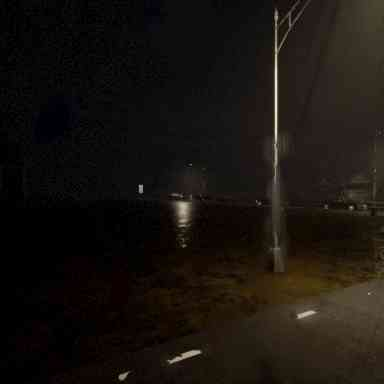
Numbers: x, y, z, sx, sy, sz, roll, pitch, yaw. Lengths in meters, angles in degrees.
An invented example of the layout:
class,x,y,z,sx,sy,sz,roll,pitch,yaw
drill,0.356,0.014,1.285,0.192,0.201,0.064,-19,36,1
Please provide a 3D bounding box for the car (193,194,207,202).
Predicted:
class,x,y,z,sx,sy,sz,roll,pitch,yaw
car,2.039,1.098,62.698,1.837,1.490,4.892,2,-1,-35

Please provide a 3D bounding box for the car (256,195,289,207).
class,x,y,z,sx,sy,sz,roll,pitch,yaw
car,10.671,1.176,44.291,1.837,1.490,4.892,2,0,-35

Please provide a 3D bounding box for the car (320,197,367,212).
class,x,y,z,sx,sy,sz,roll,pitch,yaw
car,16.421,1.292,36.173,1.837,1.490,4.892,2,0,-35

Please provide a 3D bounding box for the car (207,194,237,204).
class,x,y,z,sx,sy,sz,roll,pitch,yaw
car,4.907,1.173,52.439,1.895,1.301,4.718,2,-1,-35

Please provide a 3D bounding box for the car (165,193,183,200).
class,x,y,z,sx,sy,sz,roll,pitch,yaw
car,-4.001,0.954,71.225,1.895,1.301,4.718,2,-1,-35
